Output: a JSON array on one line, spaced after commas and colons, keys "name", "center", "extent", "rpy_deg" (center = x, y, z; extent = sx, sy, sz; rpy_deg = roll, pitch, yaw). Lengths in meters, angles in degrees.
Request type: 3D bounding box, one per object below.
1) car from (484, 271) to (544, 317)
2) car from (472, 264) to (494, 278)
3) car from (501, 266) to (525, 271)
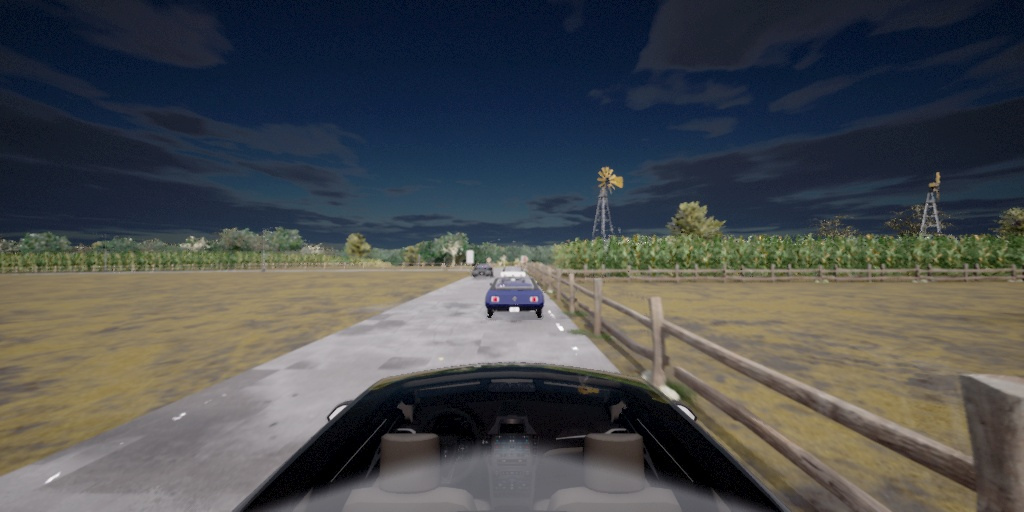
[{"name": "car", "center": [0.084, 1.390, 13.381], "extent": [1.895, 1.301, 4.718], "rpy_deg": [0, 0, 0]}, {"name": "car", "center": [-2.870, 1.506, 36.116], "extent": [1.994, 1.385, 4.181], "rpy_deg": [0, 0, 0]}, {"name": "car", "center": [0.073, 1.482, 28.639], "extent": [1.895, 1.301, 4.718], "rpy_deg": [0, 0, 0]}]
